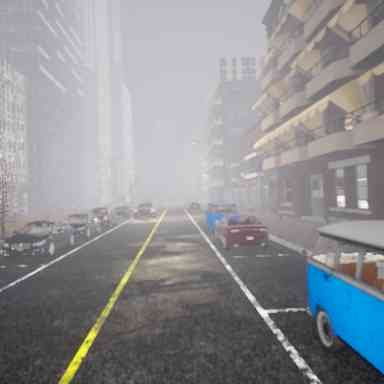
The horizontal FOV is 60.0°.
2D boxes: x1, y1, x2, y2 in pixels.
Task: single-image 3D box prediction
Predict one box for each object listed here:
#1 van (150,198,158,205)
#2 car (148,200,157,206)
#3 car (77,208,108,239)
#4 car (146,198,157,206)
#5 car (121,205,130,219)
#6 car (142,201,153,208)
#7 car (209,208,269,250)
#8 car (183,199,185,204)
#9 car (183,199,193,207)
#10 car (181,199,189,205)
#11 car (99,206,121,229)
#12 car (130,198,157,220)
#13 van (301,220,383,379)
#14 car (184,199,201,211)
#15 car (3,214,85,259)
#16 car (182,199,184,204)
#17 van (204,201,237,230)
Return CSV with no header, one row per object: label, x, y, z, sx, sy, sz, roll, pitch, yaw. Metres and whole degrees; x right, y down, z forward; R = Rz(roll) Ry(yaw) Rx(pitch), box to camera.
van,-10.411,2.594,91.400,1.690,1.788,3.998,-2,-1,-3
car,-10.111,2.749,85.883,1.947,1.339,4.313,-2,-1,-3
car,-6.608,1.945,19.706,2.008,1.369,4.403,-2,-1,-3
car,-9.828,2.429,80.371,2.192,1.841,5.009,-2,-1,-3
car,-7.483,2.147,36.250,1.947,1.339,4.313,-2,-1,-3
car,-9.235,2.544,69.339,1.947,1.339,4.313,-2,-1,-3
car,2.049,1.619,14.636,1.887,1.381,4.507,-2,-1,-3
car,-0.005,2.045,53.409,1.752,1.417,4.829,-2,-1,-3
car,-0.872,2.264,69.784,1.887,1.381,4.507,-2,-1,-3
car,-1.748,2.470,86.328,1.887,1.381,4.507,-2,-1,-3
car,-6.904,1.896,25.222,1.967,1.590,4.097,-2,-1,-3
car,-4.667,1.821,33.850,2.097,1.767,4.553,-2,-1,-3
van,2.626,1.293,3.609,1.690,1.788,3.998,-2,-1,-3
car,0.298,2.018,47.725,1.947,1.339,4.313,-2,-1,-3
car,-6.316,1.883,14.190,2.008,1.369,4.403,-2,-1,-3
car,-0.297,2.112,58.925,1.752,1.417,4.829,-2,-1,-3
van,1.750,1.477,20.152,1.690,1.788,3.998,-2,-1,-3
